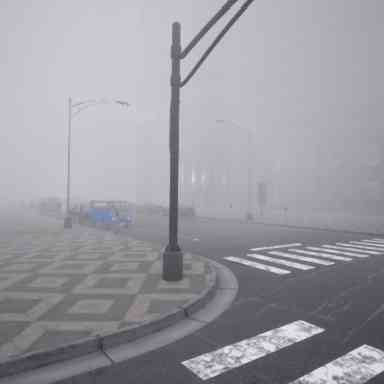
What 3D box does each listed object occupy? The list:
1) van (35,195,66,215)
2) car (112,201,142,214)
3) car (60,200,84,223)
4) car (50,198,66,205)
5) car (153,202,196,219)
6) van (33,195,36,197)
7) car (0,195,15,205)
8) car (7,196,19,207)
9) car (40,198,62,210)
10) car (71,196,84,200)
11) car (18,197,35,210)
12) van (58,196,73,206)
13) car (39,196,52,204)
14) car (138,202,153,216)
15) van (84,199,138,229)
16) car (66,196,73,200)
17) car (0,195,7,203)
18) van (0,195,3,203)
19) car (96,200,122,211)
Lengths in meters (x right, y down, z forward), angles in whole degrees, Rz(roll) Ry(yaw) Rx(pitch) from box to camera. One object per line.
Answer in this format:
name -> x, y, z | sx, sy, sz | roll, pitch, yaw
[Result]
van -> -14.826, 1.397, 34.775 | 1.690, 1.788, 3.998 | 1, -1, -35
car -> -7.835, 1.752, 39.691 | 1.887, 1.381, 4.507 | 1, -1, -35
car -> -8.454, 1.559, 25.747 | 1.887, 1.381, 4.507 | 1, -1, -35
car -> -26.969, 1.886, 66.765 | 2.008, 1.369, 4.403 | 1, -1, -35
car -> -1.457, 1.710, 30.667 | 1.887, 1.381, 4.507 | 1, -1, -35
van -> -36.534, 1.741, 80.303 | 1.690, 1.788, 3.998 | 1, -1, -35
car -> -37.039, 1.731, 66.225 | 1.752, 1.417, 4.829 | 1, -1, -35
car -> -27.576, 1.693, 52.825 | 2.008, 1.369, 4.403 | 1, -1, -35
car -> -19.712, 1.658, 46.500 | 1.837, 1.490, 4.892 | 1, -1, -35
car -> -17.402, 1.816, 53.228 | 1.887, 1.381, 4.507 | 1, -1, -35
car -> -21.202, 1.681, 43.799 | 1.802, 1.307, 4.206 | 1, -1, -35
van -> -23.778, 1.655, 62.254 | 1.690, 1.788, 3.998 | 1, -1, -35
car -> -33.346, 1.819, 75.790 | 1.967, 1.590, 4.097 | 1, -1, -35
car -> -4.646, 1.731, 35.179 | 1.887, 1.381, 4.507 | 1, -1, -35
van -> -5.265, 1.336, 21.236 | 1.690, 1.788, 3.998 | 1, -1, -35
car -> -20.589, 1.608, 57.742 | 2.192, 1.841, 5.009 | 1, -1, -35
car -> -43.509, 1.565, 75.392 | 2.192, 1.841, 5.009 | 1, -1, -35
van -> -46.696, 1.613, 79.905 | 1.690, 1.788, 3.998 | 1, -1, -35
car -> -11.122, 1.754, 44.342 | 1.752, 1.417, 4.829 | 1, -1, -35
